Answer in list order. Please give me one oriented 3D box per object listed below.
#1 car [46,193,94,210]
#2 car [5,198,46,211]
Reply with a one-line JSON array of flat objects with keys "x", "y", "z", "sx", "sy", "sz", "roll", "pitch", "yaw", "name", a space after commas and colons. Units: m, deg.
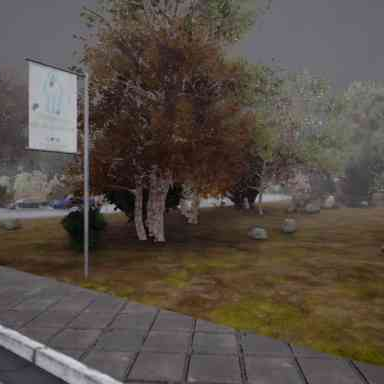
[{"x": -15.219, "y": 1.208, "z": 42.631, "sx": 2.150, "sy": 2.045, "sz": 5.566, "roll": 0, "pitch": 0, "yaw": 38, "name": "car"}, {"x": -20.614, "y": 1.497, "z": 41.461, "sx": 1.837, "sy": 1.490, "sz": 4.892, "roll": 0, "pitch": 0, "yaw": 38, "name": "car"}]
